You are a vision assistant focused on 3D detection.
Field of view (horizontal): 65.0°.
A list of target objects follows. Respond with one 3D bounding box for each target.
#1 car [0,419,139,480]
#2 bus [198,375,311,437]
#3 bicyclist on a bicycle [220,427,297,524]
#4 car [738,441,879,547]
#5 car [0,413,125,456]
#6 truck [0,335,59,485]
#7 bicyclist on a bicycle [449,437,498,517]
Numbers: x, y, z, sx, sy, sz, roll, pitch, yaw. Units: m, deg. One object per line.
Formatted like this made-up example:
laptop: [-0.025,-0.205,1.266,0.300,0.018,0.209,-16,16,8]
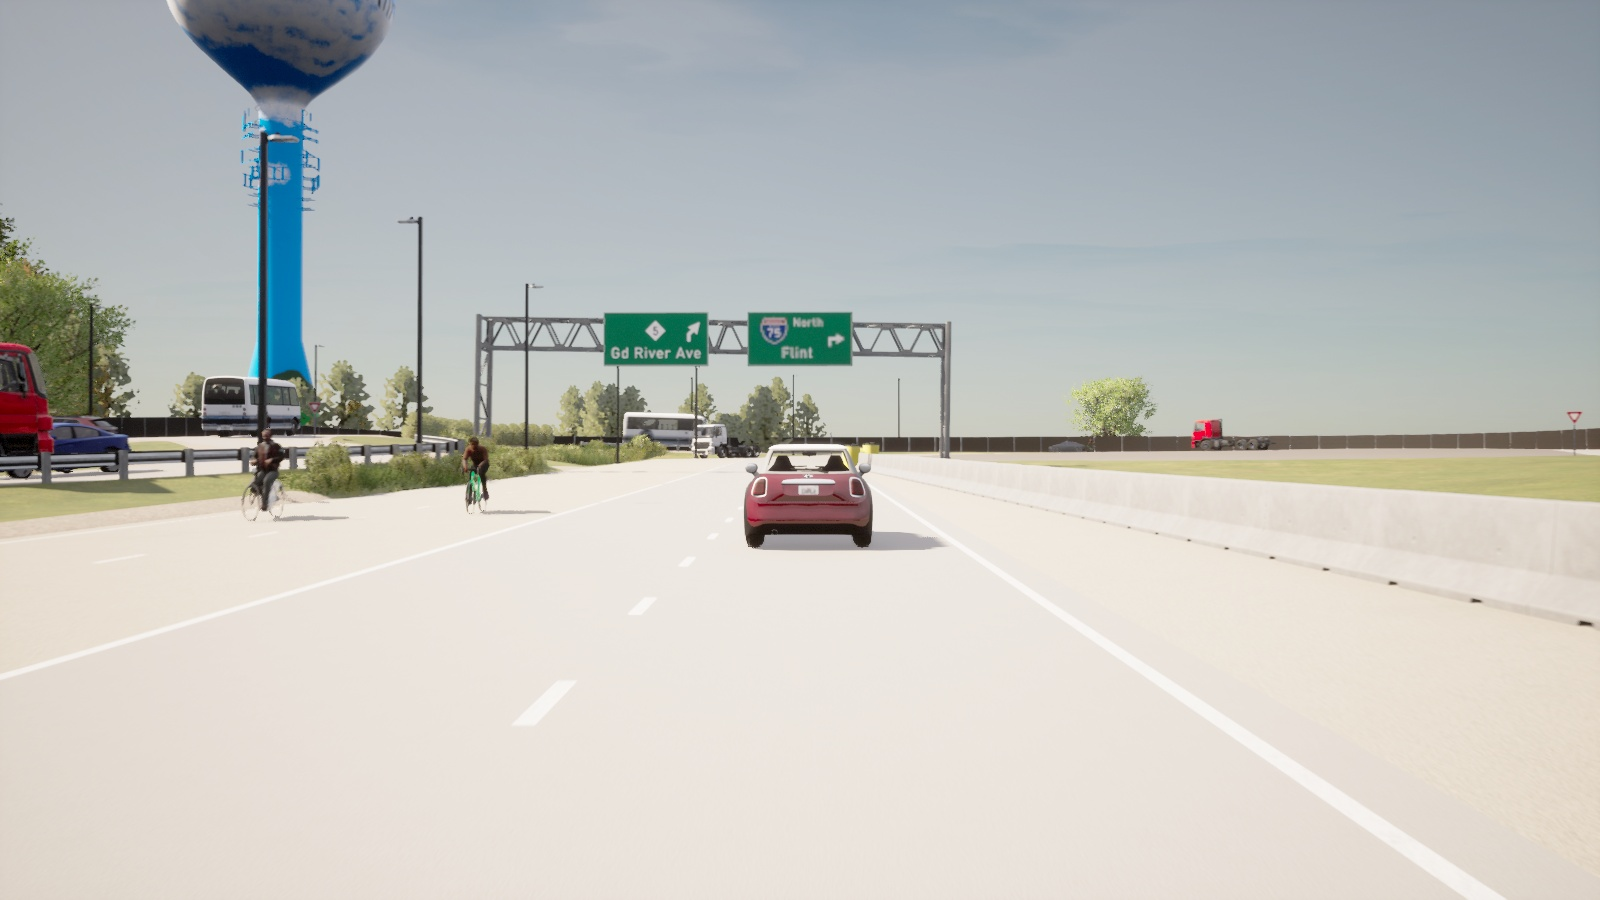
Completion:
car: [-21.450,-0.057,35.532,1.882,1.535,5.008,-1,2,16]
bus: [-39.426,-3.157,91.246,3.944,4.253,10.273,0,1,-1]
bicyclist on a bicycle: [-10.348,0.467,24.061,0.659,1.776,1.843,0,0,0]
car: [0.126,0.603,19.446,1.970,1.475,3.806,0,0,0]
car: [-30.932,-0.659,51.971,4.856,1.649,2.033,0,3,-4]
truck: [-21.521,-0.825,28.233,7.936,3.462,2.891,-3,2,-39]
bicyclist on a bicycle: [-6.834,0.540,26.374,0.582,1.620,1.656,0,1,0]
